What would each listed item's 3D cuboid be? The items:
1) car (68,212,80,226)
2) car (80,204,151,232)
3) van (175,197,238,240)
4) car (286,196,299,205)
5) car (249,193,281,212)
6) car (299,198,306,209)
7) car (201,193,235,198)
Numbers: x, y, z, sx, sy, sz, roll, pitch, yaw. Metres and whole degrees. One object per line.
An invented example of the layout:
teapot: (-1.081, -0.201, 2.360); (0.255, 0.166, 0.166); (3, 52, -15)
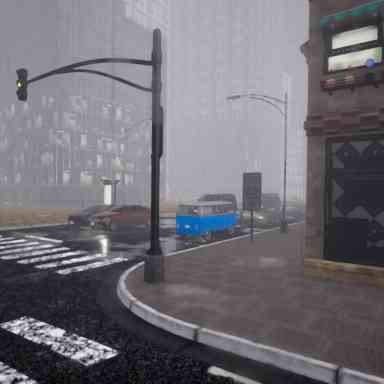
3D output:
car: (-5.986, 1.466, 21.838); (1.947, 1.339, 4.313); (1, 1, 35)
car: (-4.043, 1.466, 20.096); (1.812, 1.442, 4.674); (1, 1, 37)
van: (0.853, 1.368, 16.989); (1.690, 1.788, 3.998); (1, 1, 35)
car: (16.313, 1.363, 53.294); (1.752, 1.417, 4.829); (1, 1, 35)
car: (8.091, 1.124, 37.183); (2.150, 2.045, 5.566); (1, 1, 36)
car: (15.631, 1.462, 42.417); (1.812, 1.442, 4.674); (1, 1, 36)
car: (1.903, 1.142, 28.478); (2.150, 2.045, 5.566); (1, 1, 36)
